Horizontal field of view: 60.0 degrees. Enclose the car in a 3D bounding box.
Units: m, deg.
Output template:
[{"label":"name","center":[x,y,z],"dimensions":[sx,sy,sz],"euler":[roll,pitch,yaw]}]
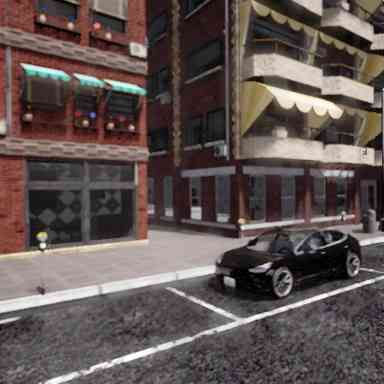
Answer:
[{"label":"car","center":[2.576,1.543,8.404],"dimensions":[4.313,1.339,1.947],"euler":[0,0,-35]}]
